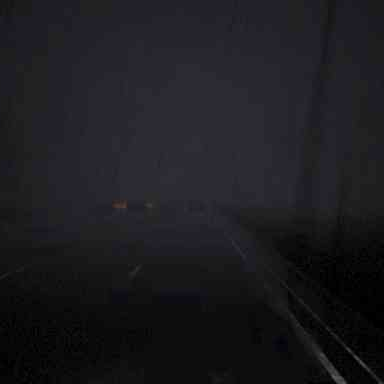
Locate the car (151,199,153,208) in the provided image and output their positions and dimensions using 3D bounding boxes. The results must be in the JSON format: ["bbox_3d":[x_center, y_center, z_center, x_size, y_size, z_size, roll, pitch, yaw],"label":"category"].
[{"bbox_3d":[-6.300,1.811,49.504,1.882,1.535,5.008,0,0,1],"label":"car"}]

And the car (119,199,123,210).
[{"bbox_3d":[-9.830,1.795,47.283,1.882,1.535,5.008,0,0,1],"label":"car"}]

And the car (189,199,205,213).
[{"bbox_3d":[0.594,1.768,40.968,2.128,1.511,4.902,0,0,1],"label":"car"}]

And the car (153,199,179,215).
[{"bbox_3d":[-2.939,1.735,38.215,1.882,1.535,5.008,0,0,1],"label":"car"}]

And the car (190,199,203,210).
[{"bbox_3d":[0.722,1.823,51.288,1.882,1.535,5.008,0,0,1],"label":"car"}]

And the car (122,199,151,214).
[{"bbox_3d":[-6.428,1.740,39.043,1.882,1.535,5.008,0,0,1],"label":"car"}]

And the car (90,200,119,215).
[{"bbox_3d":[-9.949,1.815,37.372,1.994,1.385,4.181,0,0,1],"label":"car"}]
